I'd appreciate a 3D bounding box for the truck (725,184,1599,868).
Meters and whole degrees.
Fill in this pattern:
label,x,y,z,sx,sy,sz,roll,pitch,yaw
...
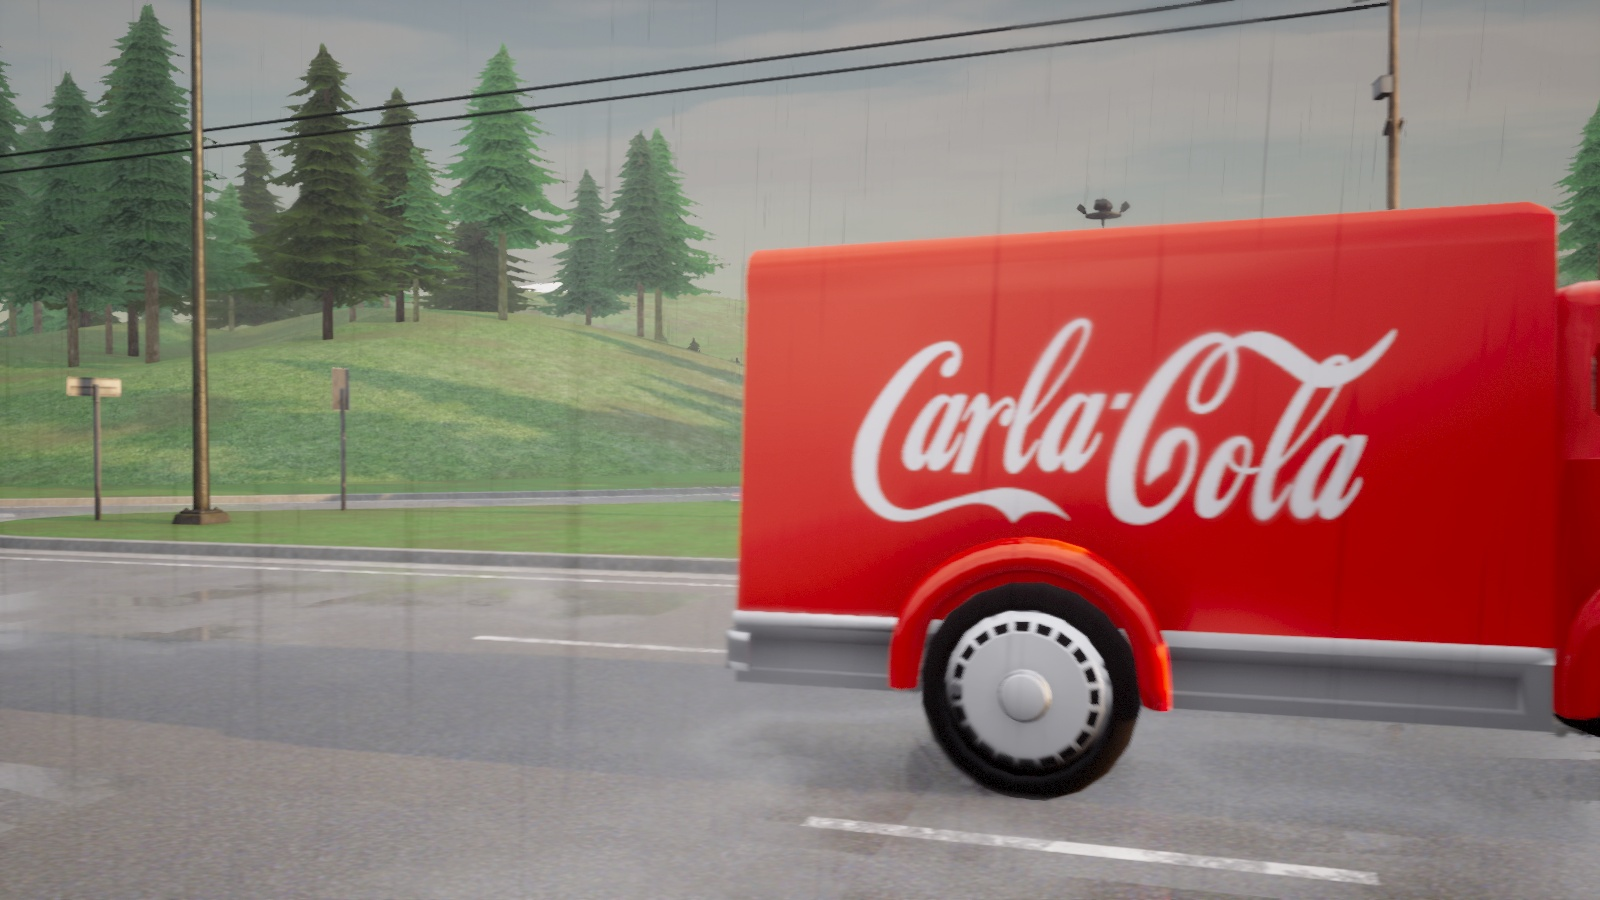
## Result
label,x,y,z,sx,sy,sz,roll,pitch,yaw
truck,2.554,0.253,6.019,5.204,2.467,2.627,1,1,19
